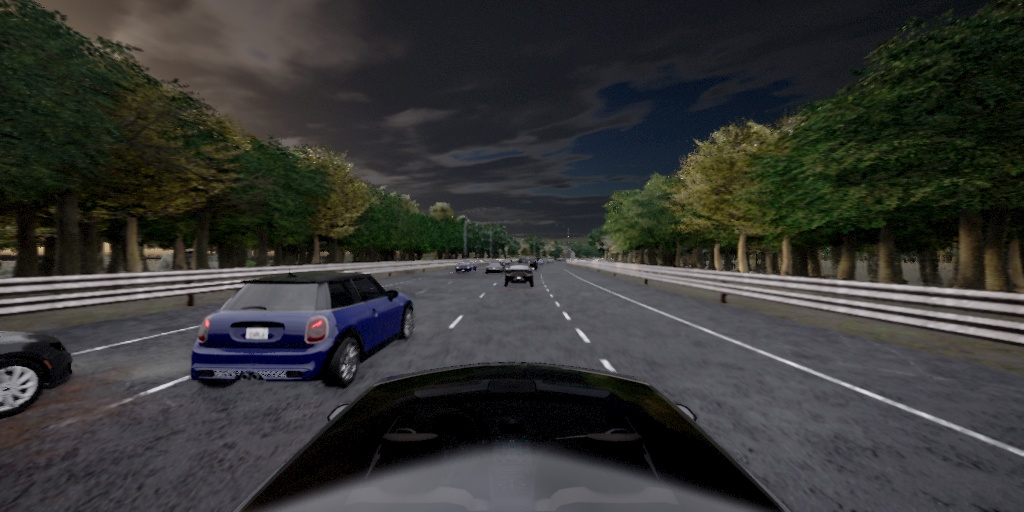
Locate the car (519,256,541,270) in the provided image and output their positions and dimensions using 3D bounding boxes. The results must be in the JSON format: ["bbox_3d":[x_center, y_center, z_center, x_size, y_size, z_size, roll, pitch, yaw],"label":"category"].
[{"bbox_3d":[2.735,1.013,53.276,2.150,2.045,5.566,0,0,6],"label":"car"}]

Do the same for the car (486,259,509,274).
[{"bbox_3d":[-1.837,1.325,42.023,1.994,1.385,4.181,0,0,5],"label":"car"}]

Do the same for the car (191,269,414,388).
[{"bbox_3d":[-3.472,1.086,7.039,2.097,1.767,4.553,0,0,1],"label":"car"}]

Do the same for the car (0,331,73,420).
[{"bbox_3d":[-6.989,1.222,2.865,1.837,1.490,4.892,0,0,0],"label":"car"}]

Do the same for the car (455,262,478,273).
[{"bbox_3d":[-5.327,1.346,42.803,1.895,1.301,4.718,0,0,5],"label":"car"}]

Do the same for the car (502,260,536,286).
[{"bbox_3d":[0.558,1.241,25.321,1.882,1.535,5.008,0,0,3],"label":"car"}]
